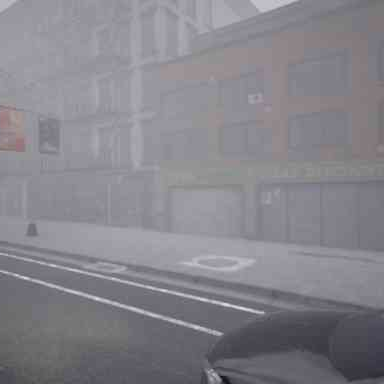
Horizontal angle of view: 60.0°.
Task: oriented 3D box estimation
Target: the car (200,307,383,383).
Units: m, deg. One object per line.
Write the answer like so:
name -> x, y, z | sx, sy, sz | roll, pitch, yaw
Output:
car -> 2.276, 1.493, 2.060 | 4.902, 1.511, 2.128 | 0, 0, 36
